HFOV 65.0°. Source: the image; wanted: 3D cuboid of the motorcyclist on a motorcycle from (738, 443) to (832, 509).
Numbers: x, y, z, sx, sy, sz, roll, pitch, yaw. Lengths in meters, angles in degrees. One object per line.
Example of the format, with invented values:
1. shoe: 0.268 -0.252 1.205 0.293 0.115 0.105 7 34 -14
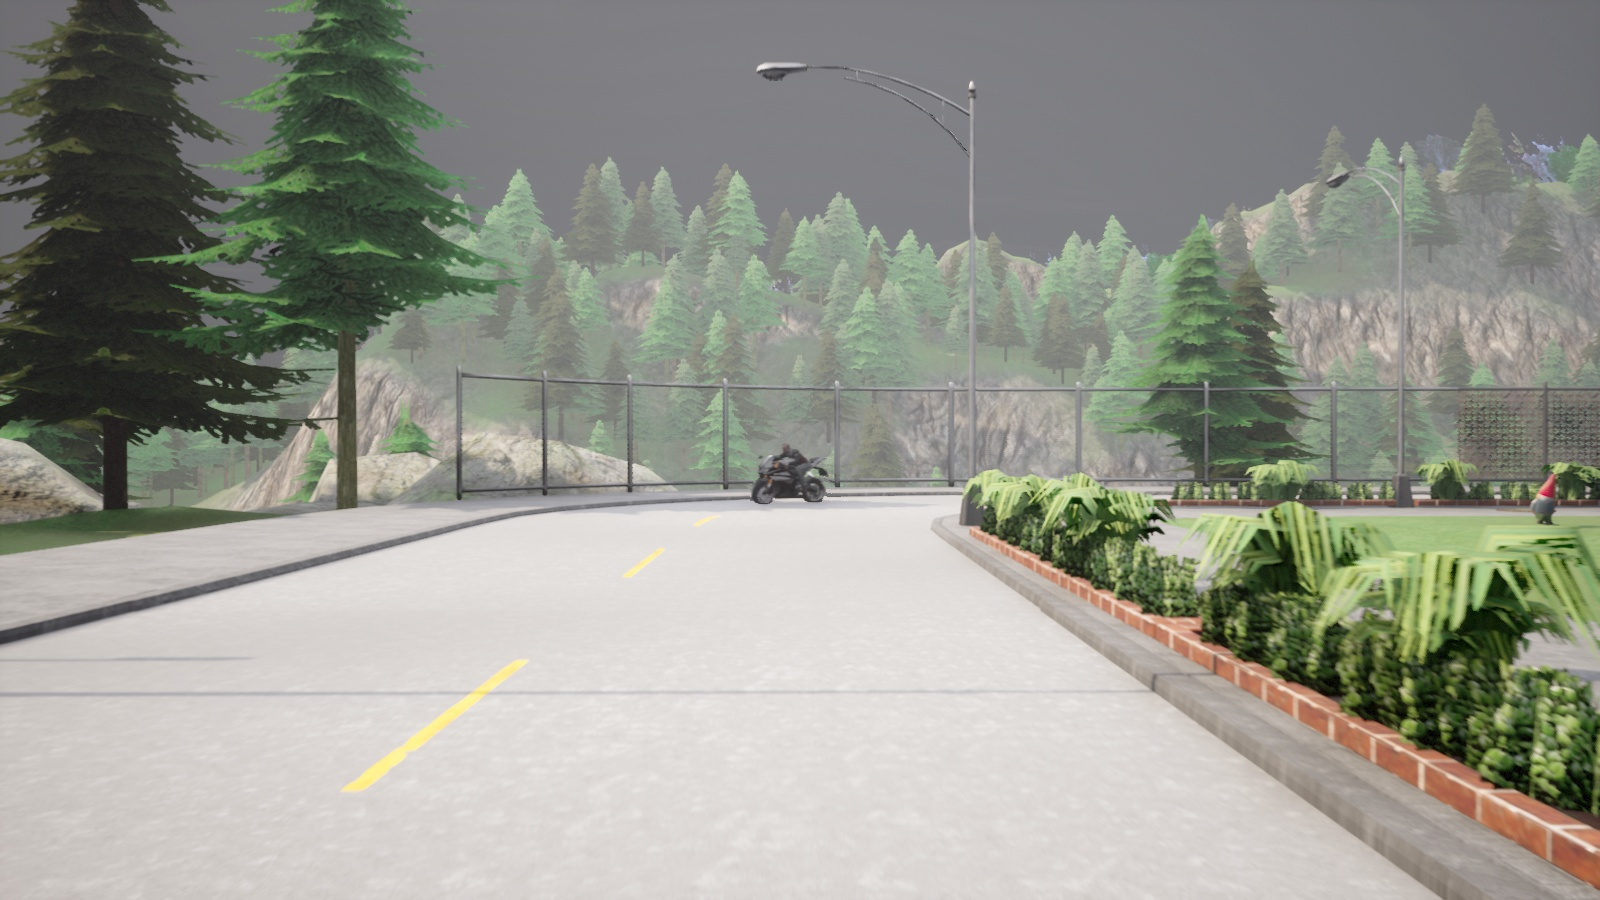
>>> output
1. motorcyclist on a motorcycle: -0.349 0.611 30.547 2.191 1.530 0.866 0 1 -38
